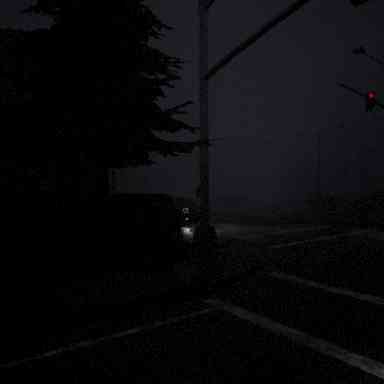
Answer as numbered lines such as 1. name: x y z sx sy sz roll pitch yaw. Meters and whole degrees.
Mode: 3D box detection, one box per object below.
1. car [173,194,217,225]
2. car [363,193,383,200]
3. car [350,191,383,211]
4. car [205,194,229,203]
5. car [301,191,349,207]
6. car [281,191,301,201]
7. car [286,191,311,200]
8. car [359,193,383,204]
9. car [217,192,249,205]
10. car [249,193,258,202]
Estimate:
1. car: -0.817 1.082 21.447 2.097 1.767 4.553 0 0 -36
2. car: 38.546 0.896 70.188 1.970 1.475 3.806 0 0 -36
3. car: 18.563 0.844 33.418 1.905 1.878 3.866 0 0 -36
4. car: 3.973 1.000 53.631 1.970 1.475 3.806 0 0 -36
5. car: 16.620 0.842 41.721 1.932 1.855 4.605 0 0 -36
6. car: 19.356 0.714 65.142 1.905 1.878 3.866 0 0 -36
7. car: 21.470 0.715 67.178 1.932 1.855 4.605 0 0 -36
8. car: 27.135 0.958 48.439 2.007 1.523 4.514 0 0 -36
9. car: 5.132 1.090 45.772 2.007 1.523 4.514 0 0 -36
10. car: 8.986 0.878 57.651 2.152 1.636 5.027 0 0 -36
